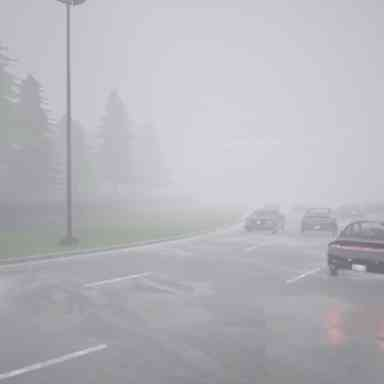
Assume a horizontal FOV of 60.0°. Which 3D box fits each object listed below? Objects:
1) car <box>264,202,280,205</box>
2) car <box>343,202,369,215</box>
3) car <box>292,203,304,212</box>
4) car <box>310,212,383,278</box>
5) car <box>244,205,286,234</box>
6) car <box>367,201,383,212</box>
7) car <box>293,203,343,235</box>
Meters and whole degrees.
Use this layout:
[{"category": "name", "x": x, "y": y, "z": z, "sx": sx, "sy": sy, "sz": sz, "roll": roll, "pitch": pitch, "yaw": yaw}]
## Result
[{"category": "car", "x": 10.171, "y": 1.999, "z": 42.325, "sx": 1.994, "sy": 1.385, "sz": 4.181, "roll": -1, "pitch": -1, "yaw": 13}, {"category": "car", "x": 14.784, "y": 1.814, "z": 31.342, "sx": 1.994, "sy": 1.385, "sz": 4.181, "roll": -1, "pitch": -1, "yaw": 14}, {"category": "car", "x": 13.493, "y": 1.987, "z": 41.088, "sx": 1.895, "sy": 1.301, "sz": 4.718, "roll": -1, "pitch": -1, "yaw": 13}, {"category": "car", "x": 5.445, "y": 1.563, "z": 9.653, "sx": 2.128, "sy": 1.511, "sz": 4.902, "roll": -1, "pitch": -1, "yaw": 39}, {"category": "car", "x": 4.707, "y": 1.770, "z": 21.017, "sx": 2.033, "sy": 1.411, "sz": 5.357, "roll": -1, "pitch": -1, "yaw": 23}, {"category": "car", "x": 19.538, "y": 1.740, "z": 36.188, "sx": 1.882, "sy": 1.535, "sz": 5.008, "roll": -1, "pitch": -1, "yaw": 13}, {"category": "car", "x": 7.621, "y": 1.668, "z": 19.746, "sx": 2.128, "sy": 1.511, "sz": 4.902, "roll": -1, "pitch": -1, "yaw": 25}]
